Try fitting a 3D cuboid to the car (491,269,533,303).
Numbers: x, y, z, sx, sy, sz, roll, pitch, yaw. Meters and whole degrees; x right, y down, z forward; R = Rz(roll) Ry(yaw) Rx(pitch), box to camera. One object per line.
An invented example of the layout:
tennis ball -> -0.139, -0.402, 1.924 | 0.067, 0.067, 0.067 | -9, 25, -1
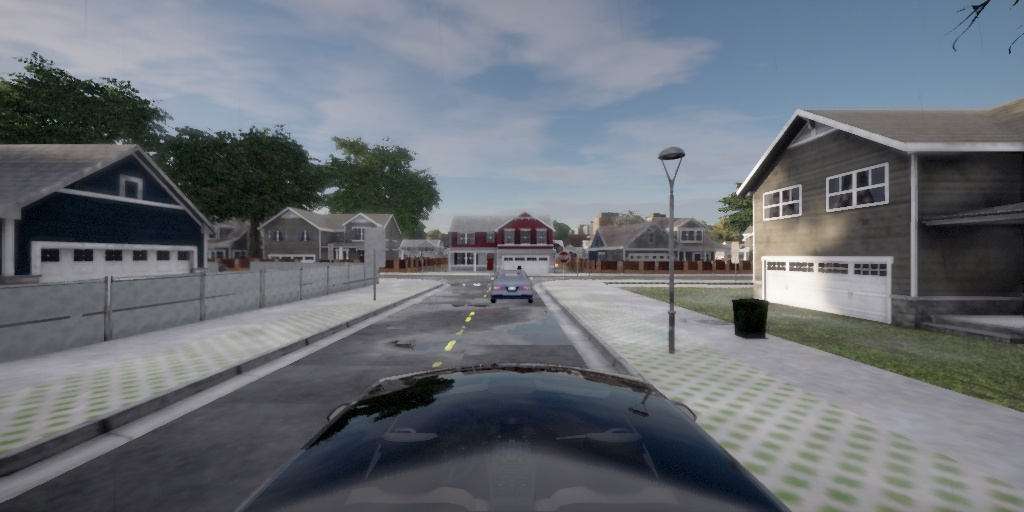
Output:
car -> 0.000, 1.314, 16.524 | 2.033, 1.411, 5.357 | 0, 0, 0
